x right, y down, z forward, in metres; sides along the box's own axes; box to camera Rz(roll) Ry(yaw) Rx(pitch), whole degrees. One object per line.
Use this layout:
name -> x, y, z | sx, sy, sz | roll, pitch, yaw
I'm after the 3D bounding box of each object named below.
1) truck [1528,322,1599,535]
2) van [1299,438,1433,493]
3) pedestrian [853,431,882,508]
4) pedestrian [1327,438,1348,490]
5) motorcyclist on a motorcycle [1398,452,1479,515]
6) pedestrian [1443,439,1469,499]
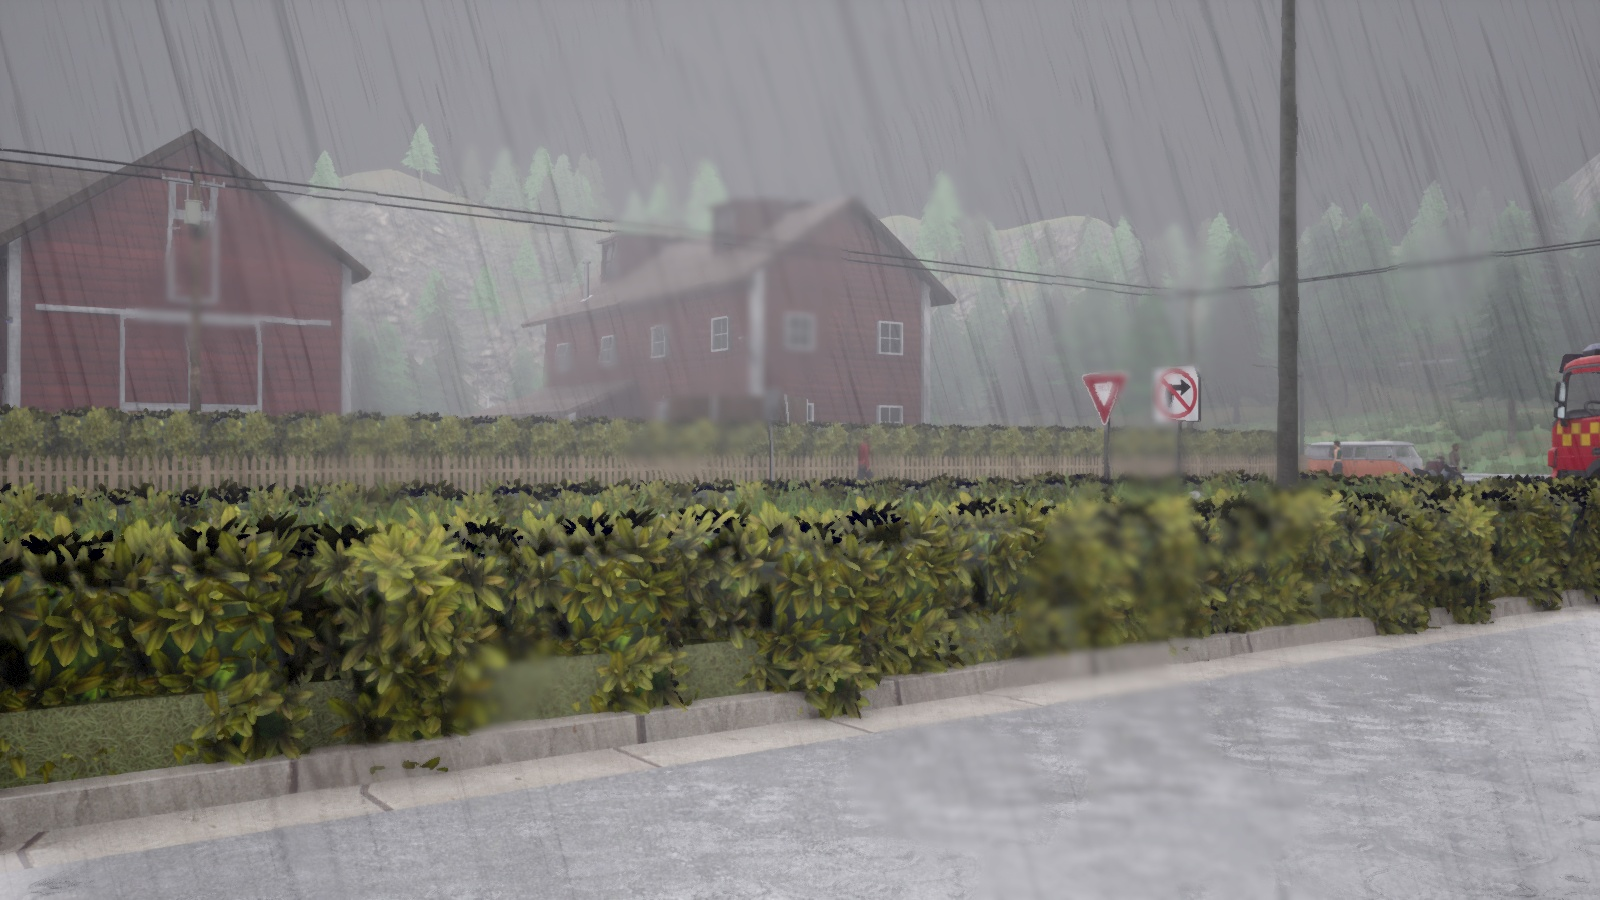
truck -> 16.225, -0.405, 20.364 | 2.891, 3.827, 8.468 | 0, 0, -9
van -> 21.221, 0.568, 47.286 | 1.775, 1.987, 4.442 | 0, 0, -28
pedestrian -> 1.638, 0.471, 30.546 | 0.636, 1.846, 0.331 | 0, 0, -33
pedestrian -> 18.817, 0.489, 43.968 | 0.345, 1.836, 0.594 | 0, 0, -23
motorcyclist on a motorcycle -> 16.094, 0.823, 31.630 | 2.191, 1.530, 0.866 | 0, 0, -35
pedestrian -> 20.450, 0.582, 39.125 | 0.331, 1.846, 0.634 | 0, 0, -33
